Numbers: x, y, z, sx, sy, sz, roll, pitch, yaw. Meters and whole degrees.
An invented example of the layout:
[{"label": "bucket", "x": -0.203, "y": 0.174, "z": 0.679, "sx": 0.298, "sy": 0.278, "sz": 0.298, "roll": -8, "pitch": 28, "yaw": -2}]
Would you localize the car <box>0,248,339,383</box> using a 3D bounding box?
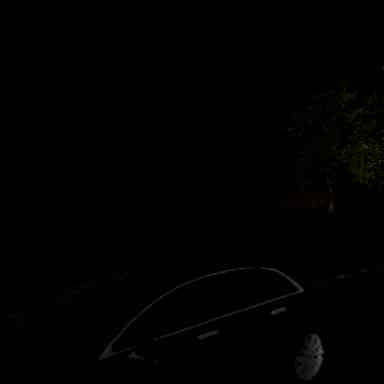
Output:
[{"label": "car", "x": -0.309, "y": 1.500, "z": 3.744, "sx": 4.892, "sy": 1.490, "sz": 1.837, "roll": 0, "pitch": 0, "yaw": -35}]
